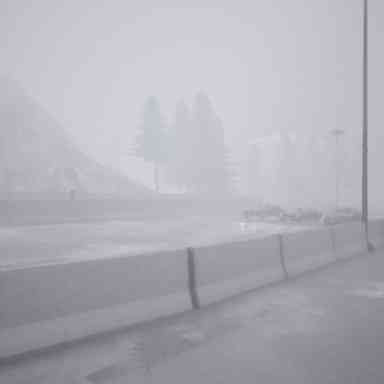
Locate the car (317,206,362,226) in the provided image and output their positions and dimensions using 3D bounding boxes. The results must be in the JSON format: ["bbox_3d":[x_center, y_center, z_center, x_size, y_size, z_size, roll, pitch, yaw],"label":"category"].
[{"bbox_3d":[11.730,1.885,25.514,1.837,1.490,4.892,0,-1,44],"label":"car"}]

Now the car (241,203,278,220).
[{"bbox_3d":[6.712,1.686,30.395,2.033,1.411,5.357,0,-1,44],"label":"car"}]

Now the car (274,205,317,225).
[{"bbox_3d":[9.199,1.946,27.932,1.895,1.301,4.718,0,-1,44],"label":"car"}]
